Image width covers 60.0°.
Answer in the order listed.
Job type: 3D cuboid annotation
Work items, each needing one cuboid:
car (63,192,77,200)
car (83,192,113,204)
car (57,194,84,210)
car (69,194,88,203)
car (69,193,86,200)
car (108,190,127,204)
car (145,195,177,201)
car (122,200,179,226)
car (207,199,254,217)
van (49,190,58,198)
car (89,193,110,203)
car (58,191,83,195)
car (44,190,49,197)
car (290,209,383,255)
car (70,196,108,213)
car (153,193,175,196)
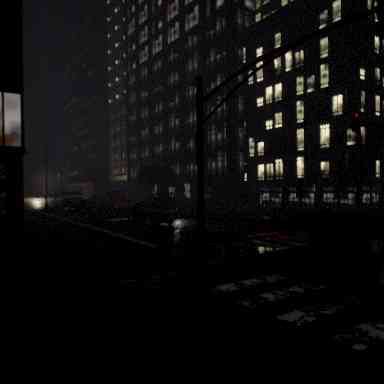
[{"bbox_3d":[-26.005,0.740,70.761,1.967,1.590,4.097,-1,1,-35],"label":"car"},{"bbox_3d":[-13.743,1.121,48.321,2.033,1.411,5.357,-1,1,-34],"label":"car"},{"bbox_3d":[-13.662,1.293,38.109,2.008,1.369,4.403,-1,1,-35],"label":"car"},{"bbox_3d":[-19.263,1.088,56.239,1.895,1.301,4.718,-1,1,-35],"label":"car"},{"bbox_3d":[-22.802,0.896,66.118,1.887,1.381,4.507,-1,1,-35],"label":"car"},{"bbox_3d":[-11.956,0.740,51.106,2.150,2.045,5.566,-1,1,-35],"label":"car"},{"bbox_3d":[-2.907,1.324,27.064,2.128,1.511,4.902,-1,1,-35],"label":"car"},{"bbox_3d":[-2.824,1.459,22.447,2.008,1.369,4.403,-1,1,-35],"label":"car"},{"bbox_3d":[3.169,1.285,28.399,1.752,1.417,4.829,-1,1,-35],"label":"car"},{"bbox_3d":[-32.411,0.538,80.046,1.690,1.788,3.998,-1,1,-35],"label":"van"},{"bbox_3d":[-15.885,0.926,56.867,1.882,1.535,5.008,-1,1,-35],"label":"car"},{"bbox_3d":[-16.950,0.836,47.537,2.150,2.045,5.566,-1,1,-34],"label":"car"},{"bbox_3d":[-35.615,0.695,84.693,2.008,1.369,4.403,-1,1,-35],"label":"car"},{"bbox_3d":[6.382,1.475,13.617,1.882,1.535,5.008,0,0,-35],"label":"car"},{"bbox_3d":[-10.457,1.357,33.465,1.947,1.339,4.313,-1,1,-35],"label":"car"},{"bbox_3d":[-3.584,0.970,38.253,2.192,1.841,5.009,-1,1,-35],"label":"car"}]
